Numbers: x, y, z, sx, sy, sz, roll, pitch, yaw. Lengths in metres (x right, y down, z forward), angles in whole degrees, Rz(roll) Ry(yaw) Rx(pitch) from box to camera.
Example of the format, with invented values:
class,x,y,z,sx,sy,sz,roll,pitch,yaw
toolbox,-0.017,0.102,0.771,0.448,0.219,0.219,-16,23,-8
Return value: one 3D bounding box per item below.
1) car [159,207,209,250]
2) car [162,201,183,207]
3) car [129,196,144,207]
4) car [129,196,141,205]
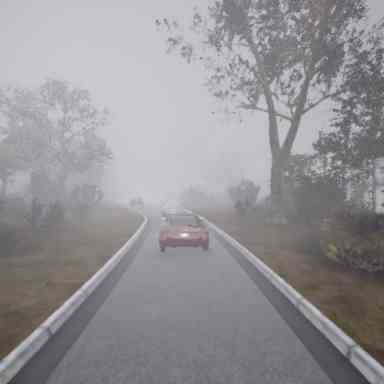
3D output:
class,x,y,z,sx,sy,sz,roll,pitch,yaw
car,-0.384,1.573,14.362,1.994,1.385,4.181,0,0,-3
car,-1.806,1.545,31.033,1.812,1.442,4.674,0,0,-6
car,-8.675,1.383,52.447,2.097,1.767,4.553,0,0,-11
car,-10.662,1.513,61.638,1.882,1.535,5.008,0,0,-13
